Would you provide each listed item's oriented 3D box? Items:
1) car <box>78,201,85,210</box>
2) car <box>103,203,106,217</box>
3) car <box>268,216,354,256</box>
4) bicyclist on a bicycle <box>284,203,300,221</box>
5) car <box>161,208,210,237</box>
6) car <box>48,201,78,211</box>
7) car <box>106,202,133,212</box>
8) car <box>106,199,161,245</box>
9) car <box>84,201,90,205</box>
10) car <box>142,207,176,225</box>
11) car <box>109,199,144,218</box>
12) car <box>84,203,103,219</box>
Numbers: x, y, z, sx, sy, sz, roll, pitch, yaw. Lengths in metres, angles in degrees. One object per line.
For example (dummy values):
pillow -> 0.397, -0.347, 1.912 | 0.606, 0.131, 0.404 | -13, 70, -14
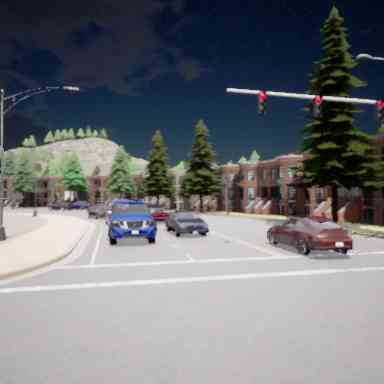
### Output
car -> -20.304, 2.393, 60.237 | 4.553, 1.767, 2.097 | -1, -1, 29
car -> -5.818, 1.819, 27.170 | 2.097, 1.767, 4.553 | 0, -1, -18
car -> 4.893, 1.763, 14.277 | 1.812, 1.442, 4.674 | 0, -1, -11
bicyclist on a bicycle -> 8.850, 1.789, 29.387 | 1.656, 1.620, 0.582 | 0, -1, -15
car -> -0.442, 1.905, 21.012 | 2.033, 1.411, 5.357 | 0, -1, -14
car -> -22.765, 2.506, 57.690 | 4.892, 1.490, 1.837 | -1, -1, 27
car -> -11.966, 2.442, 54.700 | 4.892, 1.490, 1.837 | -1, -1, 40
car -> -3.302, 1.530, 17.863 | 2.150, 2.045, 5.566 | 0, -1, -15
car -> -14.444, 2.463, 52.226 | 4.181, 1.385, 1.994 | -1, -1, 40
car -> -3.102, 2.116, 30.227 | 1.895, 1.301, 4.718 | 0, -1, -20
car -> -7.947, 1.901, 39.852 | 2.150, 2.045, 5.566 | 1, -1, -34
car -> -9.872, 2.189, 36.272 | 1.994, 1.385, 4.181 | 1, -1, -33
